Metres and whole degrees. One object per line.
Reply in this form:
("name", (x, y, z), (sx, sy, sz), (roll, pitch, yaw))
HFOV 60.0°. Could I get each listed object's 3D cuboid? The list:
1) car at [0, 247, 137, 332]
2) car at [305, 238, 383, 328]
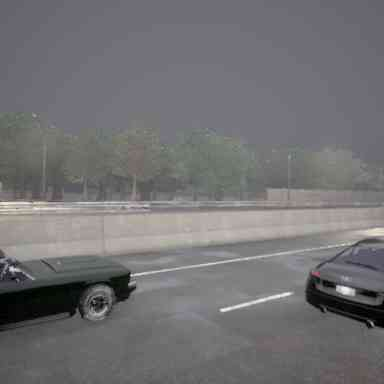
("car", (-3.391, 1.605, 5.626), (4.718, 1.301, 1.895), (1, 0, -35))
("car", (4.207, 1.646, 6.738), (4.181, 1.385, 1.994), (1, 0, -35))
